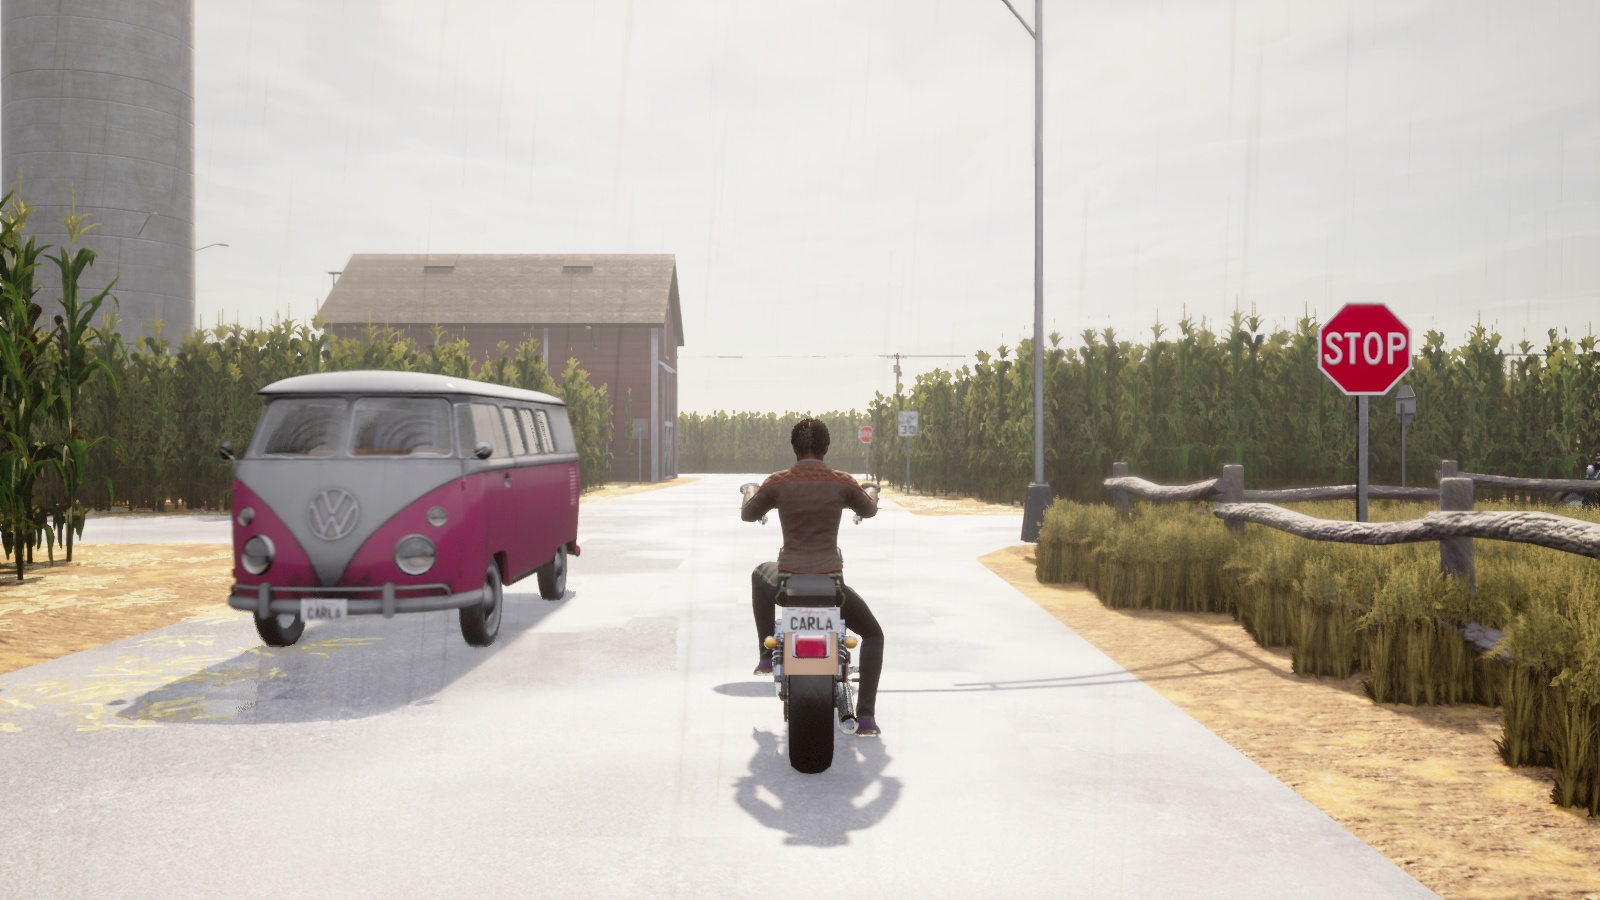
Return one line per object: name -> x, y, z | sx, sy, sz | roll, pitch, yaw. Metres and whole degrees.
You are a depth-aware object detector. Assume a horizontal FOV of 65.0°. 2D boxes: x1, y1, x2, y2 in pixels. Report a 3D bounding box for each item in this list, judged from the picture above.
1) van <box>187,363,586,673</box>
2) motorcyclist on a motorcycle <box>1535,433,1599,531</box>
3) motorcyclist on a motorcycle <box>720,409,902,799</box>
van -> -3.025, 0.409, 10.266 | 1.775, 1.987, 4.442 | 0, 1, 0
motorcyclist on a motorcycle -> 13.951, 0.540, 21.424 | 2.350, 1.649, 0.766 | 0, 0, 1
motorcyclist on a motorcycle -> 0.053, 0.647, 6.489 | 0.766, 1.649, 2.350 | 0, 0, 0
